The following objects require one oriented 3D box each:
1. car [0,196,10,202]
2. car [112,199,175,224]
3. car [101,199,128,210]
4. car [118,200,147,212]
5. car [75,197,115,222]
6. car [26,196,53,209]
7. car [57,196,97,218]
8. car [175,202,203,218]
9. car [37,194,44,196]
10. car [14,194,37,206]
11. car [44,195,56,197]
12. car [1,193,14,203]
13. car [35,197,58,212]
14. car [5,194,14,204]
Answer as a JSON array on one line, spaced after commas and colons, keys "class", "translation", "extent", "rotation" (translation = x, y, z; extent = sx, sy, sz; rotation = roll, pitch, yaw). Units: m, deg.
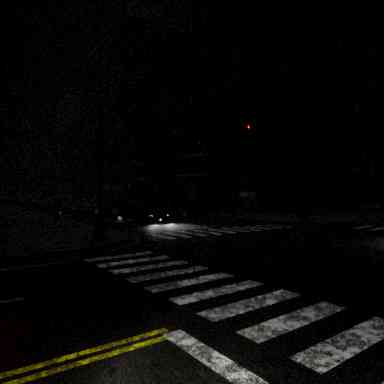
[{"class": "car", "translation": [-42.389, 1.598, 75.063], "extent": [1.802, 1.307, 4.206], "rotation": [0, 0, -35]}, {"class": "car", "translation": [-3.788, 1.541, 25.200], "extent": [2.033, 1.411, 5.357], "rotation": [0, 0, -37]}, {"class": "car", "translation": [-10.279, 1.579, 43.806], "extent": [1.947, 1.339, 4.313], "rotation": [0, 0, -35]}, {"class": "car", "translation": [-7.083, 1.594, 39.317], "extent": [1.802, 1.307, 4.206], "rotation": [0, 0, -35]}, {"class": "car", "translation": [-7.226, 1.423, 25.684], "extent": [1.967, 1.590, 4.097], "rotation": [0, 0, -35]}, {"class": "car", "translation": [-20.012, 1.534, 43.639], "extent": [2.008, 1.369, 4.403], "rotation": [0, 0, -35]}, {"class": "car", "translation": [-10.422, 1.421, 30.173], "extent": [1.967, 1.590, 4.097], "rotation": [0, 0, -35]}, {"class": "car", "translation": [-0.689, 1.581, 30.338], "extent": [1.947, 1.339, 4.313], "rotation": [0, 0, -35]}, {"class": "car", "translation": [-35.851, 1.488, 79.718], "extent": [1.967, 1.590, 4.097], "rotation": [0, 0, -35]}, {"class": "car", "translation": [-26.405, 1.430, 52.617], "extent": [1.967, 1.590, 4.097], "rotation": [0, 0, -35]}, {"class": "car", "translation": [-29.458, 1.478, 70.739], "extent": [1.967, 1.590, 4.097], "rotation": [0, 0, -35]}, {"class": "car", "translation": [-39.192, 1.556, 70.573], "extent": [1.887, 1.381, 4.507], "rotation": [0, 0, -35]}, {"class": "car", "translation": [-16.816, 1.563, 39.150], "extent": [1.802, 1.307, 4.206], "rotation": [0, 0, -35]}, {"class": "car", "translation": [-32.799, 1.551, 61.595], "extent": [2.008, 1.369, 4.403], "rotation": [0, 0, -35]}]
